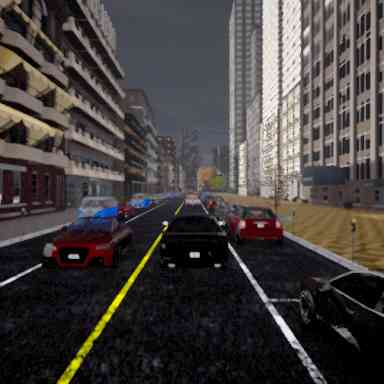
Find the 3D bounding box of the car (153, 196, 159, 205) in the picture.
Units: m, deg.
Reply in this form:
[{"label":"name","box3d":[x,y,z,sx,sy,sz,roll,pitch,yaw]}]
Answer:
[{"label":"car","box3d":[-5.682,1.205,48.095,2.008,1.369,4.403,0,0,0]}]

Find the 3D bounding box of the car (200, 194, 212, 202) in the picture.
[{"label":"car","box3d":[2.700,1.098,64.662,2.008,1.369,4.403,0,0,0]}]

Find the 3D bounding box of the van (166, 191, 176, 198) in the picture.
[{"label":"van","box3d":[-5.678,0.754,86.753,1.690,1.788,3.998,0,0,0]}]

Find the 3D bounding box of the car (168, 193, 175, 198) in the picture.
[{"label":"car","box3d":[-5.678,0.907,92.107,1.752,1.417,4.829,0,0,0]}]

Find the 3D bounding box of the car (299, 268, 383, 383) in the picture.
[{"label":"car","box3d":[2.694,1.535,3.912,1.947,1.339,4.313,0,0,0]}]

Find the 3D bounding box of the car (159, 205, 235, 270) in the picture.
[{"label":"car","box3d":[0.047,1.396,10.740,1.882,1.535,5.008,0,0,-1]}]

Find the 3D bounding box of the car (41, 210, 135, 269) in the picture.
[{"label":"car","box3d":[-3.099,1.483,10.697,1.994,1.385,4.181,0,0,0]}]

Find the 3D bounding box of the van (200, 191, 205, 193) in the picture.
[{"label":"van","box3d":[2.700,0.923,59.139,1.690,1.788,3.998,0,0,0]}]

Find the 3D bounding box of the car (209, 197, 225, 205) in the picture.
[{"label":"car","box3d":[2.697,1.358,26.004,2.008,1.369,4.403,0,0,0]}]

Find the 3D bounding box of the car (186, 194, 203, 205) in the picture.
[{"label":"car","box3d":[0.105,1.275,44.963,1.895,1.301,4.718,0,0,0]}]

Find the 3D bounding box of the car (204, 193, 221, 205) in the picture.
[{"label":"car","box3d":[2.698,1.169,37.047,1.967,1.590,4.097,0,0,0]}]

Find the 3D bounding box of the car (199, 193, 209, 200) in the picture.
[{"label":"car","box3d":[2.701,1.030,75.707,2.008,1.369,4.403,0,0,0]}]

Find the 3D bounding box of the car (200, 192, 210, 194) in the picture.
[{"label":"car","box3d":[2.699,1.162,53.617,1.887,1.381,4.507,0,0,0]}]

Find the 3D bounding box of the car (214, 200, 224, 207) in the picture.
[{"label":"car","box3d":[2.696,1.398,20.480,2.008,1.369,4.403,0,0,0]}]

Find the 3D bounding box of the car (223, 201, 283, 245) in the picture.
[{"label":"car","box3d":[2.696,1.328,14.956,1.967,1.590,4.097,0,0,0]}]

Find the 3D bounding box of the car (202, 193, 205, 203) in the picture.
[{"label":"car","box3d":[2.699,1.219,48.094,1.947,1.339,4.313,0,0,0]}]

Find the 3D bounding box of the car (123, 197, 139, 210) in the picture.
[{"label":"car","box3d":[-5.684,1.352,26.005,1.887,1.381,4.507,0,0,0]}]

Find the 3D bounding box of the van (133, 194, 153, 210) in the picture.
[{"label":"van","box3d":[-5.683,1.070,37.048,1.690,1.788,3.998,0,0,0]}]

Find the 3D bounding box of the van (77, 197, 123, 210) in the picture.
[{"label":"van","box3d":[-5.684,1.189,20.481,1.690,1.788,3.998,0,0,0]}]

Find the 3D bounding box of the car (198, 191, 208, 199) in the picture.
[{"label":"car","box3d":[2.702,0.760,81.230,2.192,1.841,5.009,0,0,0]}]
